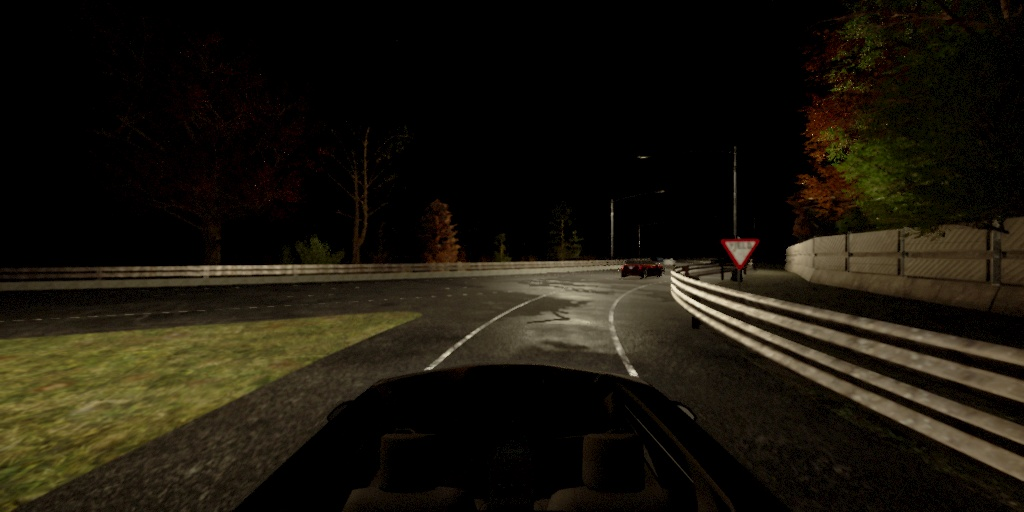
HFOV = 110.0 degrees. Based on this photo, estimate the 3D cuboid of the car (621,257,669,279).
[{"bbox_3d":[11.418,1.019,31.208,4.553,1.767,2.097,0,0,-43],"label":"car"}]
